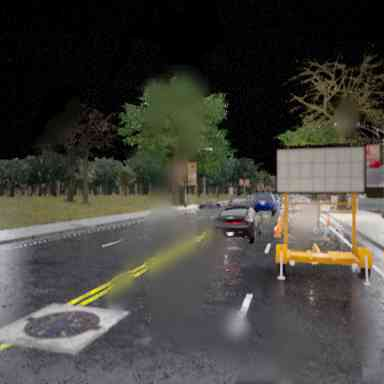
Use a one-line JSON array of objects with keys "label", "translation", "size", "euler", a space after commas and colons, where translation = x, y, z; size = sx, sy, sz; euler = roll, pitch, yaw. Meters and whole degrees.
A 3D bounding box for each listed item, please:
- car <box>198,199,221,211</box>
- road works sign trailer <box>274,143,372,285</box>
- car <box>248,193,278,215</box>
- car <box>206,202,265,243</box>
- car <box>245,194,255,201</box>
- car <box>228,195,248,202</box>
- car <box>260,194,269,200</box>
[{"label": "car", "translation": [2.171, 1.539, 39.493], "size": [1.895, 1.301, 4.718], "euler": [0, 0, 16]}, {"label": "road works sign trailer", "translation": [3.649, 0.443, 9.600], "size": [2.380, 3.560, 2.880], "euler": [0, 0, 16]}, {"label": "car", "translation": [7.216, 1.164, 32.902], "size": [2.150, 2.045, 5.566], "euler": [0, 0, 16]}, {"label": "car", "translation": [2.272, 1.470, 16.088], "size": [1.837, 1.490, 4.892], "euler": [0, 0, 16]}, {"label": "car", "translation": [13.730, 1.272, 78.451], "size": [1.837, 1.490, 4.892], "euler": [0, 0, 16]}, {"label": "car", "translation": [5.361, 1.418, 38.821], "size": [1.882, 1.535, 5.008], "euler": [0, 0, 16]}, {"label": "car", "translation": [16.949, 1.083, 77.876], "size": [1.812, 1.442, 4.674], "euler": [0, 0, 16]}]
